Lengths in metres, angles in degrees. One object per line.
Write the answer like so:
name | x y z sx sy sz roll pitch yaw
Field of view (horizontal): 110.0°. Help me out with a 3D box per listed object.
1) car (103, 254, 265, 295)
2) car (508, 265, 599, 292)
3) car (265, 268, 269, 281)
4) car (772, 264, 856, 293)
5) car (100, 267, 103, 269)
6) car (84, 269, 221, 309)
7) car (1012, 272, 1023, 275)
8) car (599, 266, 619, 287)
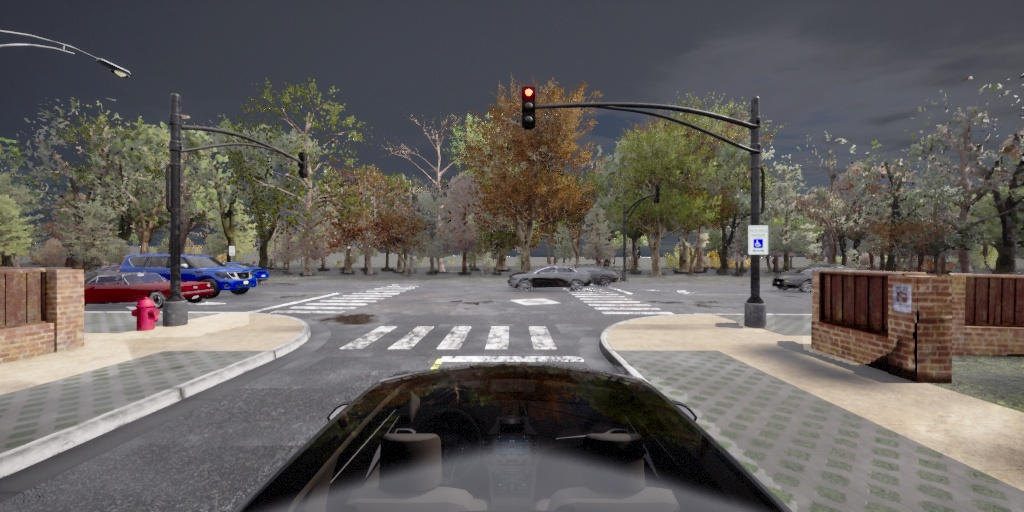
car | -15.561 0.916 17.247 5.566 2.045 2.150 0 0 0
car | 2.200 1.257 20.722 4.902 1.511 2.128 0 0 0
car | -19.052 1.166 23.945 5.008 1.535 1.882 0 0 0
car | 17.813 1.326 20.742 4.892 1.490 1.837 0 0 0
car | -22.273 1.164 20.690 4.902 1.511 2.128 0 0 0
car | -14.634 1.294 13.997 4.718 1.301 1.895 0 0 -3
car | 36.711 1.362 23.992 5.008 1.535 1.882 0 0 0
car | 4.717 1.304 23.977 4.674 1.442 1.812 0 0 0
